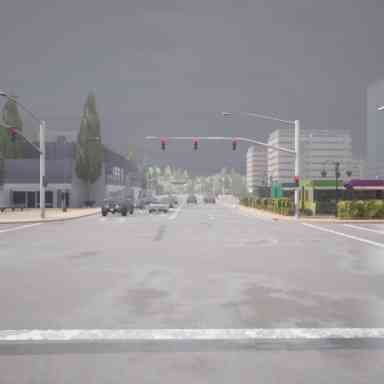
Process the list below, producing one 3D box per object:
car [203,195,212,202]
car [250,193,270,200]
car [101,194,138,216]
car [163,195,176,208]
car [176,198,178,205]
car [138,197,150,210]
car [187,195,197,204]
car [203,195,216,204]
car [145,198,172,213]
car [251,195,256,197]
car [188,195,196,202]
[{"bbox_3d":[3.484,1.397,73.938,1.812,1.442,4.674,0,0,0],"label":"car"},{"bbox_3d":[17.750,1.153,86.834,4.605,1.855,1.932,0,0,-2],"label":"car"},{"bbox_3d":[-7.121,1.221,32.443,2.150,2.045,5.566,0,0,1],"label":"car"},{"bbox_3d":[-3.608,1.504,46.778,1.837,1.490,4.892,0,0,0],"label":"car"},{"bbox_3d":[-3.589,1.353,58.257,2.097,1.767,4.553,0,0,0],"label":"car"},{"bbox_3d":[-7.109,1.492,42.556,2.128,1.511,4.902,0,0,0],"label":"car"},{"bbox_3d":[-0.014,1.491,63.662,2.128,1.511,4.902,0,0,0],"label":"car"},{"bbox_3d":[3.486,1.491,63.663,2.128,1.511,4.902,0,0,0],"label":"car"},{"bbox_3d":[-3.609,1.601,36.785,1.895,1.301,4.718,0,0,0],"label":"car"},{"bbox_3d":[17.770,1.156,83.939,3.866,1.878,1.905,0,0,-2],"label":"car"},{"bbox_3d":[-0.016,1.372,73.936,1.837,1.490,4.892,0,0,0],"label":"car"}]
